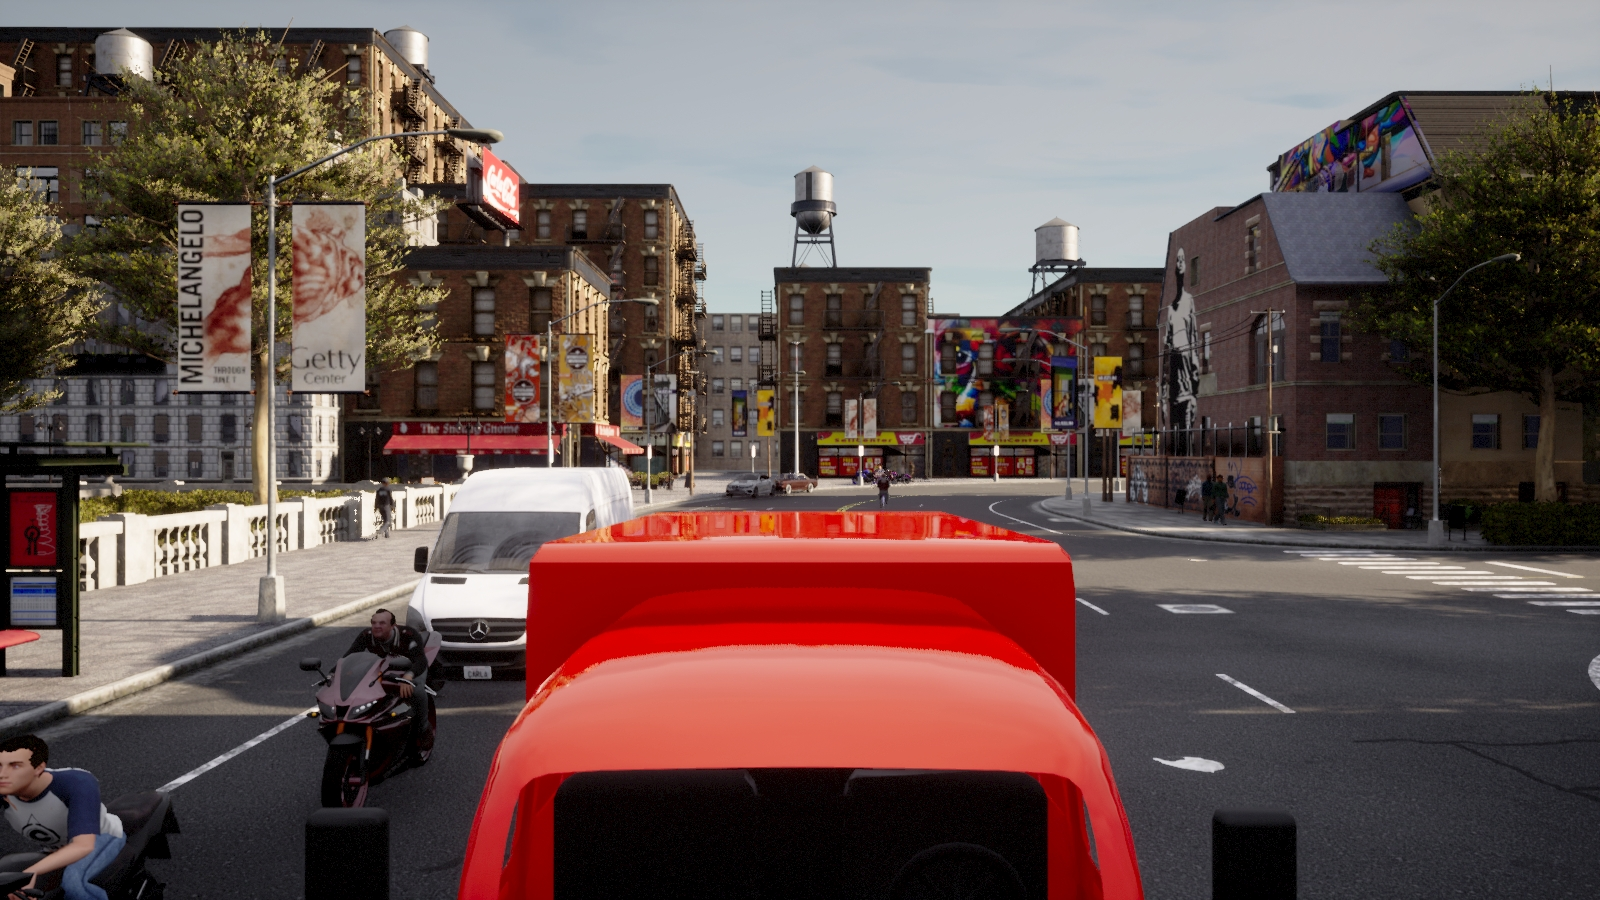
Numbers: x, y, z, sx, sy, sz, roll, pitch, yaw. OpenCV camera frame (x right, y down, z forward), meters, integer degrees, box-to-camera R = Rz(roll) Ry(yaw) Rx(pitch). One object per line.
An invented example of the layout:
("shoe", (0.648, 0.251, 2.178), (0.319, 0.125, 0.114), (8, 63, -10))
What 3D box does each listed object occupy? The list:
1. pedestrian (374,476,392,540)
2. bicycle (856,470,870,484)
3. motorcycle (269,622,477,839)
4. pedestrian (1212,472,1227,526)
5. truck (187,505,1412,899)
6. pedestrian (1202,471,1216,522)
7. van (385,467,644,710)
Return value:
("pedestrian", (-12.261, 1.708, 33.586), (0.375, 1.860, 0.375), (0, 0, 10))
("bicycle", (5.266, 2.239, 94.907), (0.373, 1.196, 1.643), (0, 1, 33))
("motorcycle", (-3.423, 2.209, 9.434), (0.867, 1.251, 2.209), (0, 0, 1))
("pedestrian", (14.701, 1.710, 40.061), (0.375, 1.860, 0.375), (0, 0, -3))
("truck", (-0.001, 1.578, 5.046), (2.627, 2.467, 5.204), (0, -1, 0))
("pedestrian", (15.004, 1.711, 41.940), (0.375, 1.860, 0.375), (0, 0, 3))
("van", (-3.490, 1.541, 15.316), (1.988, 2.561, 5.915), (0, 0, 0))
